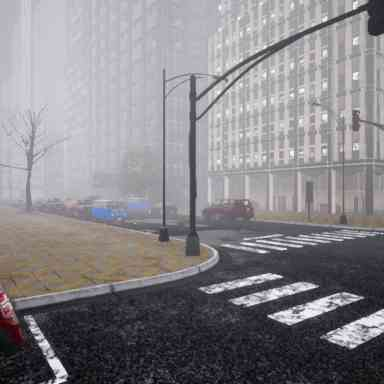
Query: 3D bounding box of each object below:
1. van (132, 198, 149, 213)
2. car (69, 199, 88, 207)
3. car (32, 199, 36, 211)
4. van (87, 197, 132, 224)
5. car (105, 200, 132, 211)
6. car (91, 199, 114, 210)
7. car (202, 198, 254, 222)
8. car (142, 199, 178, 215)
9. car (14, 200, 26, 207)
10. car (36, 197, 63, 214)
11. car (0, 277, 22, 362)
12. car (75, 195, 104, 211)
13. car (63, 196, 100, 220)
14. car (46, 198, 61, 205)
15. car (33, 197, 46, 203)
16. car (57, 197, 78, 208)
[{"bbox_3d":[-6.627,1.586,40.591,1.690,1.788,3.998,0,0,-36],"label":"van"},{"bbox_3d":[-20.149,1.940,58.935,2.008,1.369,4.403,0,0,-36],"label":"car"},{"bbox_3d":[-20.138,1.745,44.796,1.967,1.590,4.097,0,0,-36],"label":"car"},{"bbox_3d":[-6.615,1.499,26.451,1.690,1.788,3.998,0,0,-36],"label":"van"},{"bbox_3d":[-10.006,1.847,45.177,1.947,1.339,4.313,0,0,-36],"label":"car"},{"bbox_3d":[-13.489,1.844,49.900,1.752,1.417,4.829,0,0,-36],"label":"car"},{"bbox_3d":[2.931,1.454,27.625,2.192,1.841,5.009,0,0,-36],"label":"car"},{"bbox_3d":[-3.245,1.758,36.004,2.008,1.369,4.403,0,0,-36],"label":"car"},{"bbox_3d":[-30.279,1.994,58.554,1.802,1.307,4.206,0,0,-36],"label":"car"},{"bbox_3d":[-16.758,1.584,40.209,2.192,1.841,5.009,0,0,-36],"label":"car"},{"bbox_3d":[-4.209,1.440,3.554,4.097,1.590,1.967,0,0,-36],"label":"car"},{"bbox_3d":[-14.442,1.524,46.740,2.150,2.045,5.566,0,0,-36],"label":"car"},{"bbox_3d":[-9.996,1.510,31.037,2.192,1.841,5.009,0,0,-36],"label":"car"},{"bbox_3d":[-30.292,2.061,72.695,1.947,1.339,4.313,0,0,-36],"label":"car"},{"bbox_3d":[-39.054,2.063,85.110,1.882,1.535,5.008,0,0,-36],"label":"car"},{"bbox_3d":[-20.749,1.721,55.225,2.097,1.767,4.553,0,0,-36],"label":"car"}]
